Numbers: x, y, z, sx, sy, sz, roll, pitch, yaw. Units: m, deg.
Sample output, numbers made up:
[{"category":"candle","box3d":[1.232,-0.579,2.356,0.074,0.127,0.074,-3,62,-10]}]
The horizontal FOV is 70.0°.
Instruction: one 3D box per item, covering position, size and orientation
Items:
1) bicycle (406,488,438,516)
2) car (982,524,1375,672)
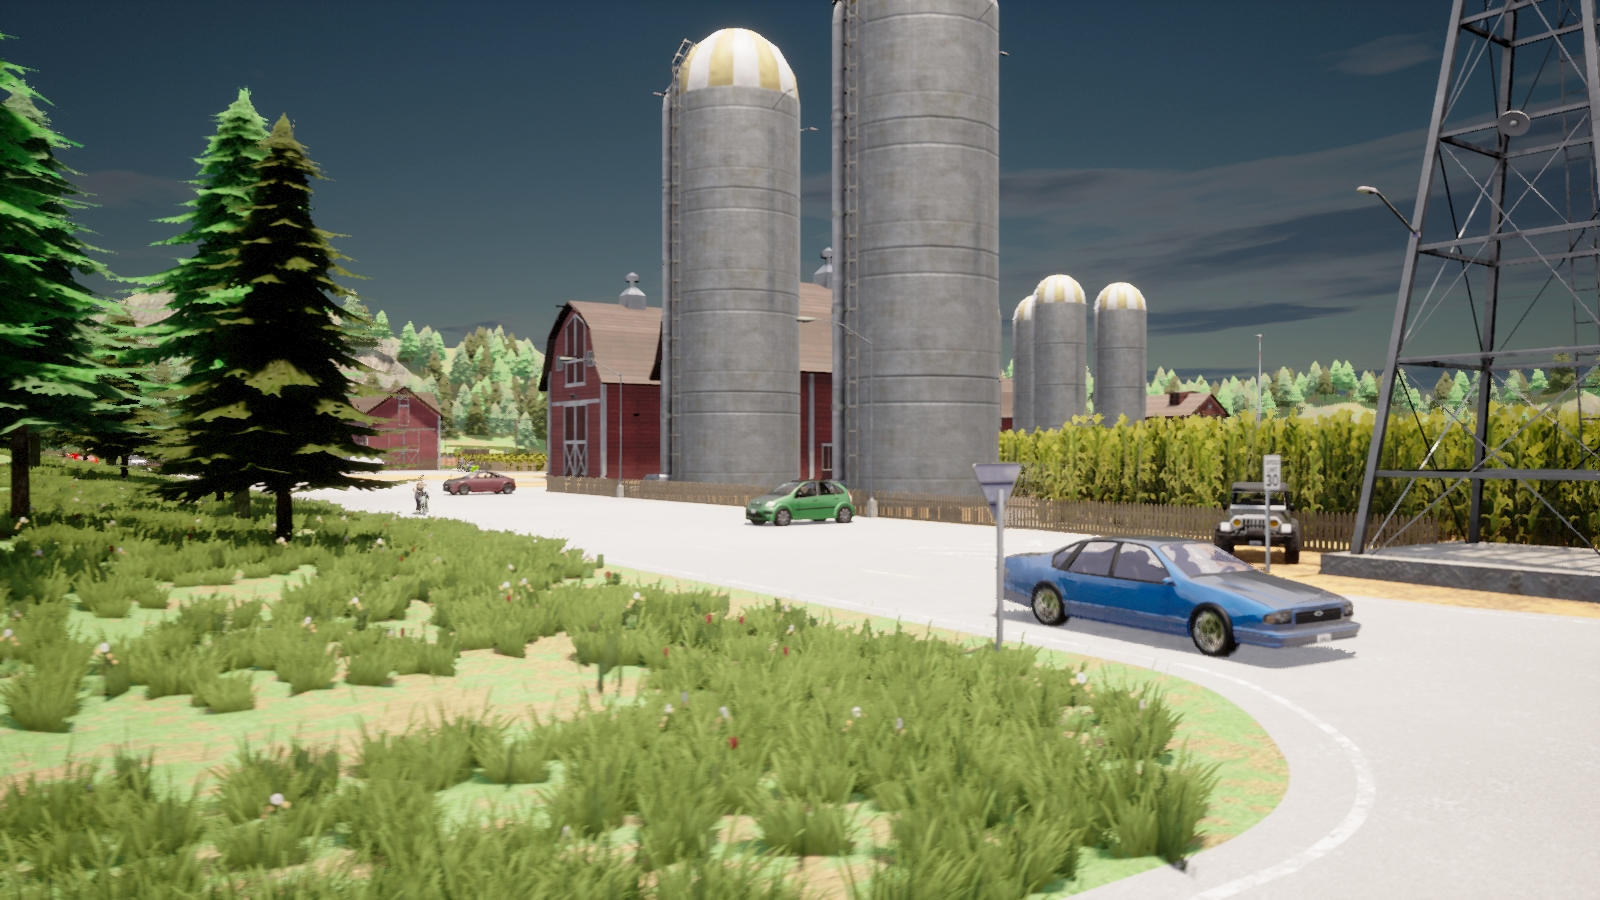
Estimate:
[{"category":"bicycle","box3d":[-15.508,2.115,46.884,0.859,1.080,1.487,0,0,-34]},{"category":"car","box3d":[5.171,1.965,16.537,2.033,1.411,5.357,0,0,-31]}]
